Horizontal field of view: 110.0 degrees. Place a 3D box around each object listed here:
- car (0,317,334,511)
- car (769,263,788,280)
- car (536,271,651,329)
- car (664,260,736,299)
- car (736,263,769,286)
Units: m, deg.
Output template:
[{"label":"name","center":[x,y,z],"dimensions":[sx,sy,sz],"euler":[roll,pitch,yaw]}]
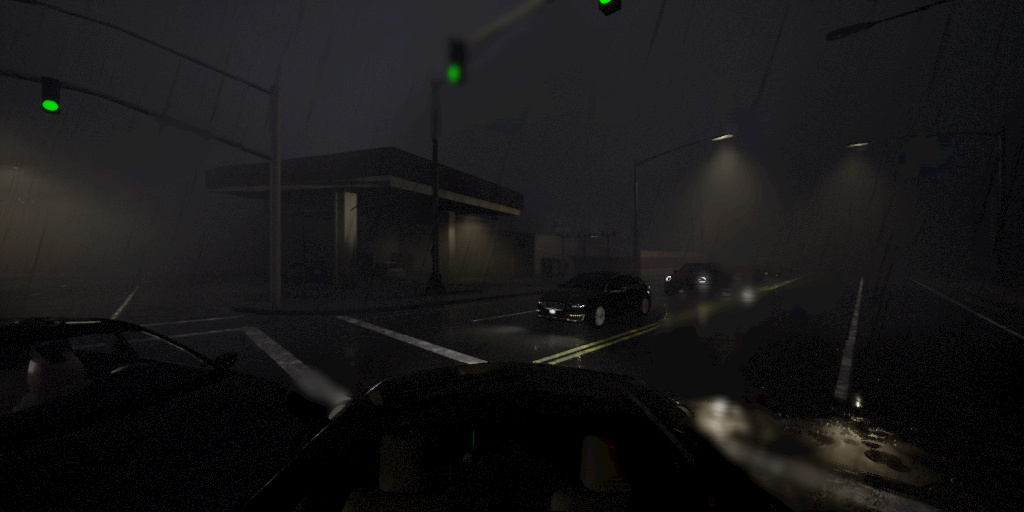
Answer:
[{"label":"car","center":[-3.439,1.240,2.435],"dimensions":[4.902,1.511,2.128],"euler":[0,0,14]},{"label":"car","center":[23.530,1.351,32.472],"dimensions":[4.181,1.385,1.994],"euler":[0,0,-45]},{"label":"car","center":[2.793,1.264,11.501],"dimensions":[1.837,1.490,4.892],"euler":[0,0,44]},{"label":"car","center":[9.579,1.120,18.400],"dimensions":[2.097,1.767,4.553],"euler":[0,0,45]},{"label":"car","center":[16.452,1.341,25.363],"dimensions":[1.994,1.385,4.181],"euler":[0,0,44]}]
